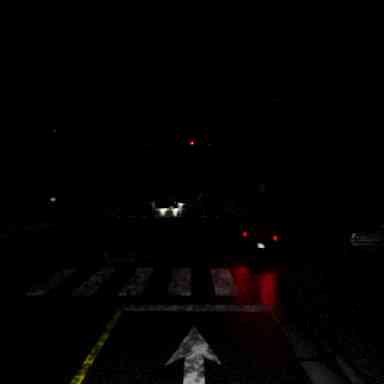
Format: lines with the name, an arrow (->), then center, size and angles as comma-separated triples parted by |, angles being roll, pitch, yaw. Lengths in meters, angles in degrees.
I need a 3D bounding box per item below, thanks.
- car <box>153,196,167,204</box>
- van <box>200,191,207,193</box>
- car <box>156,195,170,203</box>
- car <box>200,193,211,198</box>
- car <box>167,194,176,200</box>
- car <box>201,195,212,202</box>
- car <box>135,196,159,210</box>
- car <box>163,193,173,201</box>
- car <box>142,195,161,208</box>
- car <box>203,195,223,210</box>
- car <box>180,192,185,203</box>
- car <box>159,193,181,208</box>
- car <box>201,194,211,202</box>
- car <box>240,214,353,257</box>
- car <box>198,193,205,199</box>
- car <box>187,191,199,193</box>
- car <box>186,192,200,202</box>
car -> -5.302, 1.295, 55.453 | 1.802, 1.307, 4.206 | 0, 0, 0
van -> 2.766, 1.029, 60.900 | 1.690, 1.788, 3.998 | 0, 0, 0
car -> -5.259, 1.240, 60.964 | 2.008, 1.369, 4.403 | 0, 0, 0
car -> 2.722, 1.277, 55.391 | 1.947, 1.339, 4.313 | 0, 0, 0
car -> -5.086, 1.159, 83.006 | 2.008, 1.369, 4.403 | 0, 0, 0
car -> 2.809, 1.217, 66.411 | 2.008, 1.369, 4.403 | 0, 0, 0
car -> -5.432, 1.229, 38.921 | 1.967, 1.590, 4.097 | 0, 0, 0
car -> -5.173, 1.087, 71.984 | 1.967, 1.590, 4.097 | 0, 0, 0
car -> -5.389, 1.203, 44.432 | 1.967, 1.590, 4.097 | 0, 0, 0
car -> 2.593, 1.353, 38.858 | 1.947, 1.339, 4.313 | 0, 0, 0
car -> -2.696, 1.203, 58.540 | 1.837, 1.490, 4.892 | 0, 0, 1
car -> -2.854, 1.246, 43.019 | 1.882, 1.535, 5.008 | 0, 0, 1
car -> 2.679, 1.317, 49.880 | 1.802, 1.307, 4.206 | 0, 0, 0
car -> 4.066, 1.486, 12.462 | 4.718, 1.301, 1.895 | 0, 0, -38
car -> 2.606, 1.097, 92.828 | 1.812, 1.442, 4.674 | 0, 0, 0
car -> 0.251, 0.986, 76.442 | 1.812, 1.442, 4.674 | 0, 0, 0
car -> 0.172, 1.231, 66.440 | 1.994, 1.385, 4.181 | 0, 0, 0
